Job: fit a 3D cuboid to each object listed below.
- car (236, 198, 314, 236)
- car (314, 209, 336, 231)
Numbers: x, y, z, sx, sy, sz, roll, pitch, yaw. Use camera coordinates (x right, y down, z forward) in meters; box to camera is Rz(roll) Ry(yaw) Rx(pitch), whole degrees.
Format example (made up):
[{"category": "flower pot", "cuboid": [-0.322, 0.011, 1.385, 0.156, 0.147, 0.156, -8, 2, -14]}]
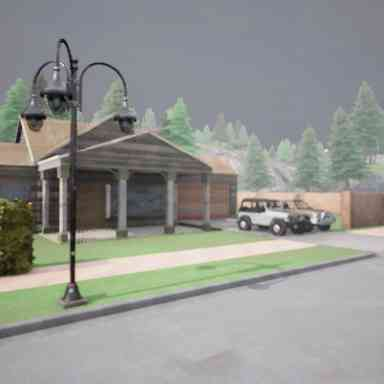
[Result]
[{"category": "car", "cuboid": [4.123, 1.267, 17.808, 1.905, 1.878, 3.866, 0, 0, -36]}, {"category": "car", "cuboid": [5.938, 1.281, 19.590, 1.932, 1.855, 4.605, 0, 0, -36]}]
